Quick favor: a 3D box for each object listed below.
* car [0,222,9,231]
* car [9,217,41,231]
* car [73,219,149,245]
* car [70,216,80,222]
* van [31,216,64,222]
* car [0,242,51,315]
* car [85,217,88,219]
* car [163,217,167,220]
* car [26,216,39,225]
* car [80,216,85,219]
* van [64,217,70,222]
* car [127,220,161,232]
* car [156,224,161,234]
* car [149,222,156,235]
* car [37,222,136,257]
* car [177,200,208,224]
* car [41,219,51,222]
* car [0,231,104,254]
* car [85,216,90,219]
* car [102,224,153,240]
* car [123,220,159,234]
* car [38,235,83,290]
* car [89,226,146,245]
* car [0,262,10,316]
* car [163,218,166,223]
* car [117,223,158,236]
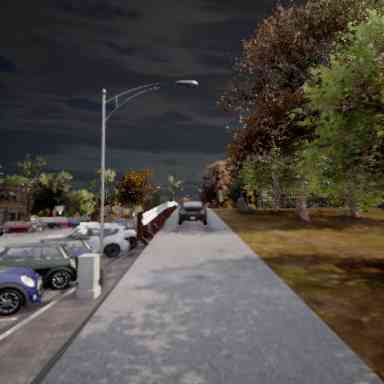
[{"bbox_3d":[-23.903,4.469,37.610,4.792,1.488,2.163,1,-4,-20],"label":"car"},{"bbox_3d":[-24.017,4.855,46.454,4.553,1.767,2.185,0,-4,-20],"label":"car"},{"bbox_3d":[-6.883,3.583,27.943,5.566,2.045,2.435,2,-4,-20],"label":"car"},{"bbox_3d":[-24.066,5.631,61.253,5.566,2.045,2.435,0,-4,-20],"label":"car"},{"bbox_3d":[-24.158,5.295,55.285,4.442,1.987,1.878,0,-3,-20],"label":"van"},{"bbox_3d":[-6.822,2.598,9.818,4.553,1.767,2.185,2,-4,-20],"label":"car"},{"bbox_3d":[-24.108,6.272,67.151,4.792,1.488,2.163,0,-4,-21],"label":"car"},{"bbox_3d":[-7.155,5.608,61.095,5.566,2.045,2.435,2,-3,-20],"label":"car"},{"bbox_3d":[-39.916,6.990,83.317,2.435,2.045,5.566,1,-3,-19],"label":"car"},{"bbox_3d":[-24.084,5.811,64.207,5.566,2.045,2.435,0,-4,-20],"label":"car"},{"bbox_3d":[-24.177,5.475,58.238,4.442,1.987,1.878,0,-3,-20],"label":"van"},{"bbox_3d":[-7.094,4.999,49.040,4.553,1.767,2.185,2,-4,-20],"label":"car"},{"bbox_3d":[-6.967,4.321,40.011,5.566,2.045,2.435,2,-4,-20],"label":"car"},{"bbox_3d":[-6.986,3.950,33.959,5.566,2.045,2.435,2,-3,-20],"label":"car"},{"bbox_3d":[-6.897,3.211,21.887,5.566,2.045,2.435,2,-3,-20],"label":"car"},{"bbox_3d":[0.040,1.318,22.738,1.837,1.490,4.892,0,1,0],"label":"car"},{"bbox_3d":[-24.006,5.163,49.415,4.892,1.521,2.231,1,-3,-21],"label":"car"},{"bbox_3d":[-6.808,2.970,15.872,4.553,1.767,2.185,2,-3,-20],"label":"car"},{"bbox_3d":[-24.169,6.170,70.079,5.566,2.045,2.435,0,-3,-20],"label":"car"},{"bbox_3d":[-7.150,4.377,36.900,5.366,1.575,1.946,2,-3,-20],"label":"car"},{"bbox_3d":[-7.065,4.814,46.017,4.553,1.767,2.185,2,-4,-20],"label":"car"},{"bbox_3d":[-6.781,2.785,12.850,4.553,1.767,2.185,2,-3,-20],"label":"car"},{"bbox_3d":[-6.950,4.019,30.942,4.892,1.521,2.231,2,-4,-20],"label":"car"},{"bbox_3d":[-6.767,2.541,6.801,4.892,1.521,2.231,2,-3,-20],"label":"car"},{"bbox_3d":[-7.070,5.310,52.048,4.892,1.521,2.231,2,-3,-20],"label":"car"},{"bbox_3d":[-7.048,4.784,42.989,4.792,1.488,2.163,2,-3,-20],"label":"car"}]
